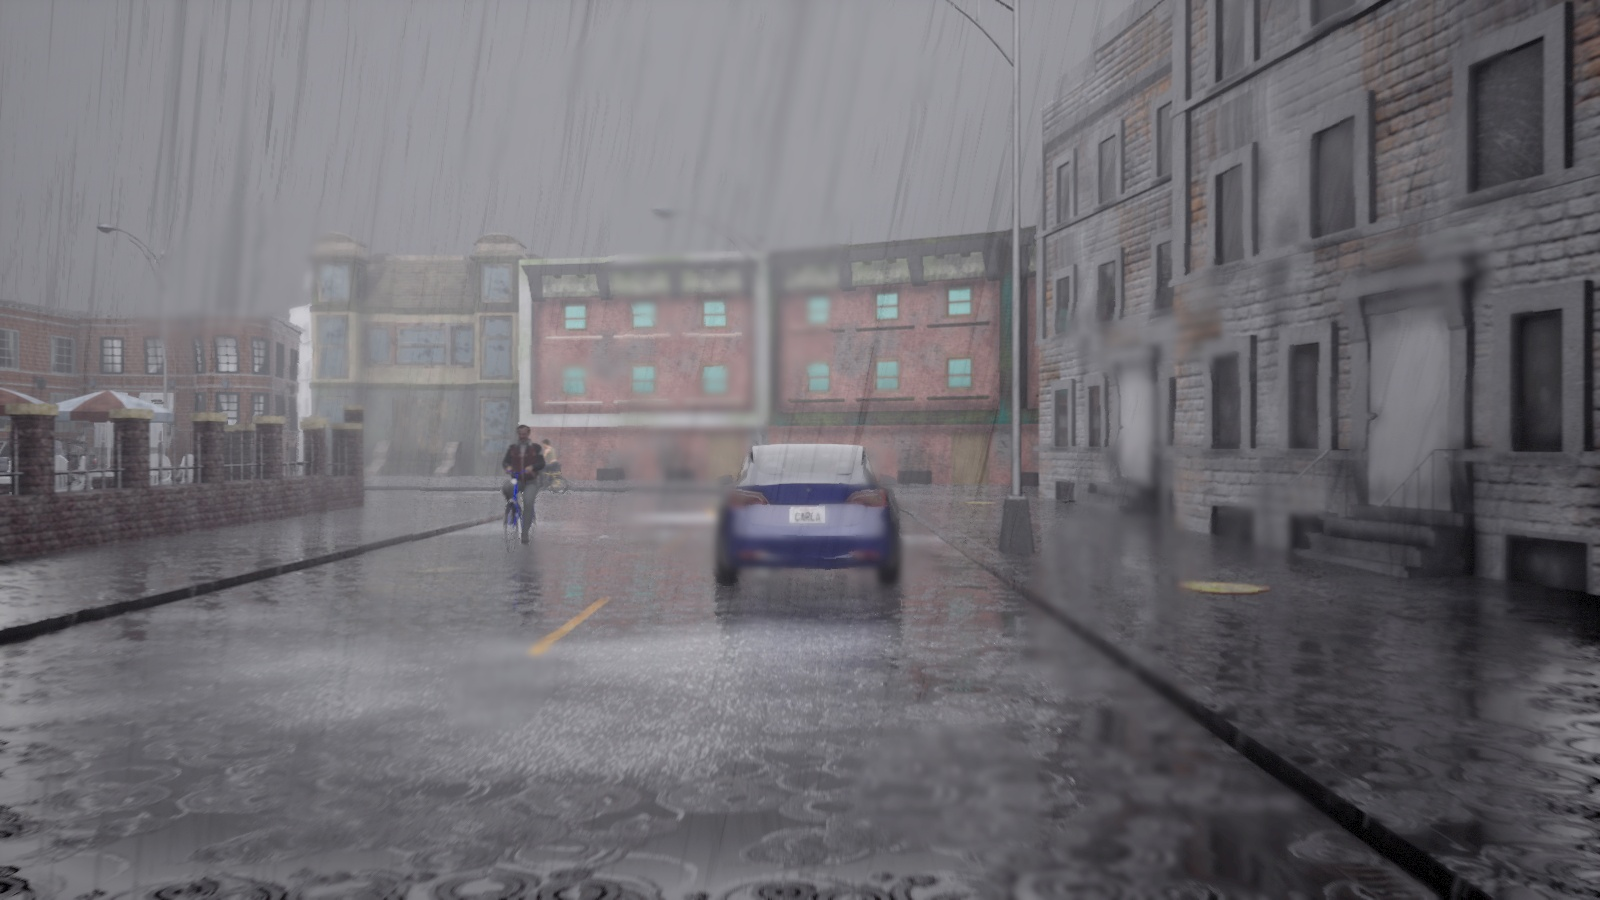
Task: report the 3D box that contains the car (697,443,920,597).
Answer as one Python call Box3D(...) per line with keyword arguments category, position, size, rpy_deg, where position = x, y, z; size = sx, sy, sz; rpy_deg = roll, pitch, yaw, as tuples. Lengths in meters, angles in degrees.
Box3D(category="car", position=(0.098, 0.664, 14.568), size=(2.163, 1.488, 4.792), rpy_deg=(0, 0, 0))

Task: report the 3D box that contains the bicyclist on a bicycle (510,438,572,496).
Box3D(category="bicyclist on a bicycle", position=(-7.467, 0.475, 36.246), size=(1.509, 1.612, 0.866), rpy_deg=(0, 2, 17))

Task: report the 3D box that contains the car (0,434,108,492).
Box3D(category="car", position=(-23.364, 0.363, 37.094), size=(4.611, 1.667, 2.242), rpy_deg=(0, 0, 0))

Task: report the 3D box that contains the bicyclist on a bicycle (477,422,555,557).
Box3D(category="bicyclist on a bicycle", position=(-3.904, 0.516, 17.370), size=(0.659, 1.776, 1.843), rpy_deg=(0, 0, 0))
